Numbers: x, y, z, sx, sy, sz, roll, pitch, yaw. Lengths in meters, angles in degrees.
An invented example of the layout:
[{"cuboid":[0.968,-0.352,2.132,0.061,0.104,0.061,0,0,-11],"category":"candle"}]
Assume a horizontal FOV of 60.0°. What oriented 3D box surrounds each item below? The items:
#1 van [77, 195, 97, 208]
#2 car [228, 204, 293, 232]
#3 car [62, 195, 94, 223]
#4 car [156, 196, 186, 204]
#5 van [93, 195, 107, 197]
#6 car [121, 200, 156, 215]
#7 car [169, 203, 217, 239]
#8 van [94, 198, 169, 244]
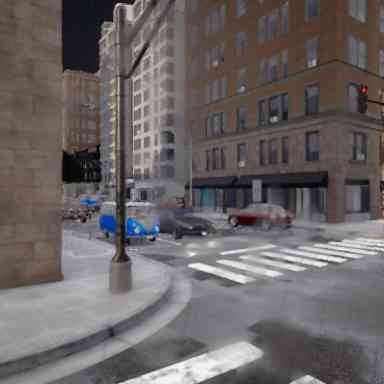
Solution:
[{"cuboid":[-15.145,1.292,47.864,1.690,1.788,3.998,0,0,-35],"category":"van"},{"cuboid":[4.034,1.429,20.385,1.967,1.590,4.097,0,0,-35],"category":"car"},{"cuboid":[-9.342,1.311,24.653,2.192,1.841,5.009,0,0,-35],"category":"car"},{"cuboid":[-2.360,1.298,29.545,2.192,1.841,5.009,0,0,-35],"category":"car"},{"cuboid":[-11.949,1.302,43.285,1.690,1.788,3.998,0,0,-35],"category":"van"},{"cuboid":[-5.556,1.543,34.125,1.947,1.339,4.313,0,0,-35],"category":"car"},{"cuboid":[-1.077,1.545,17.581,2.033,1.411,5.357,0,0,-39],"category":"car"},{"cuboid":[-2.947,1.343,15.491,1.690,1.788,3.998,0,0,-35],"category":"van"}]
